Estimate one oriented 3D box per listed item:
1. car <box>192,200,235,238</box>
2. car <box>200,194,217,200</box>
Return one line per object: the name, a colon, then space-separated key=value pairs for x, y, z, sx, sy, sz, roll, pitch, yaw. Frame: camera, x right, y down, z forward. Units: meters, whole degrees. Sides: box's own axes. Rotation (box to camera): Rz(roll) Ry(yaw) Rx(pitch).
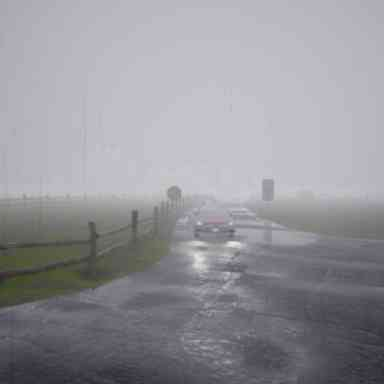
car: x=1.007 y=1.355 z=16.745 sx=1.812 sy=1.442 sz=4.674 roll=1 pitch=1 yaw=0
car: x=2.112 y=1.056 z=41.717 sx=2.128 sy=1.511 sz=4.902 roll=1 pitch=1 yaw=6
